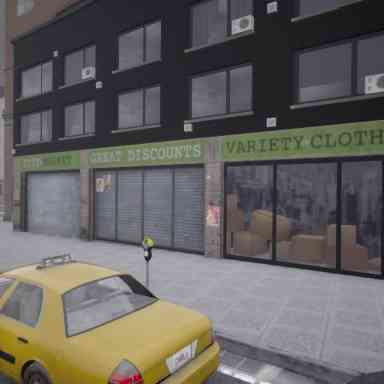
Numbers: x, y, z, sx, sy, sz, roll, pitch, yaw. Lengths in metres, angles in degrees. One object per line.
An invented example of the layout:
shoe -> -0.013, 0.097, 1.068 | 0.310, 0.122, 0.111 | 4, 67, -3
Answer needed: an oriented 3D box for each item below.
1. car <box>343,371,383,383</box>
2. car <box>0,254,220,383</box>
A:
car -> 2.717, 1.551, 1.156 | 4.403, 1.369, 2.008 | 0, 1, 35
car -> -1.975, 1.524, 4.491 | 4.829, 1.417, 1.752 | 0, 1, 35
